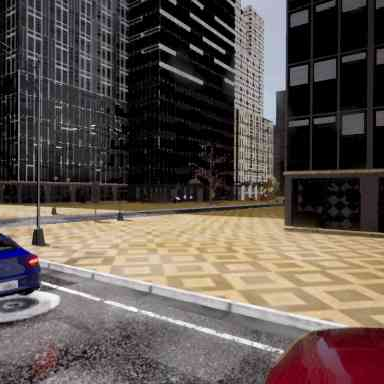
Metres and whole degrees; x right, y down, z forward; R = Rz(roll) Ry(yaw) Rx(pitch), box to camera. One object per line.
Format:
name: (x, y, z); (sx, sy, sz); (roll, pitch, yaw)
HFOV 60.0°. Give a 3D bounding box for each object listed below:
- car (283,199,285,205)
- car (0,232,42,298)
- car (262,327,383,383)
car: (18.992, 1.795, 63.561); (1.837, 1.490, 4.892); (1, 0, 37)
car: (-5.160, 1.523, 7.371); (4.674, 1.442, 1.812); (0, 0, 36)
car: (2.437, 1.564, 1.937); (4.181, 1.385, 1.994); (0, 0, 35)
